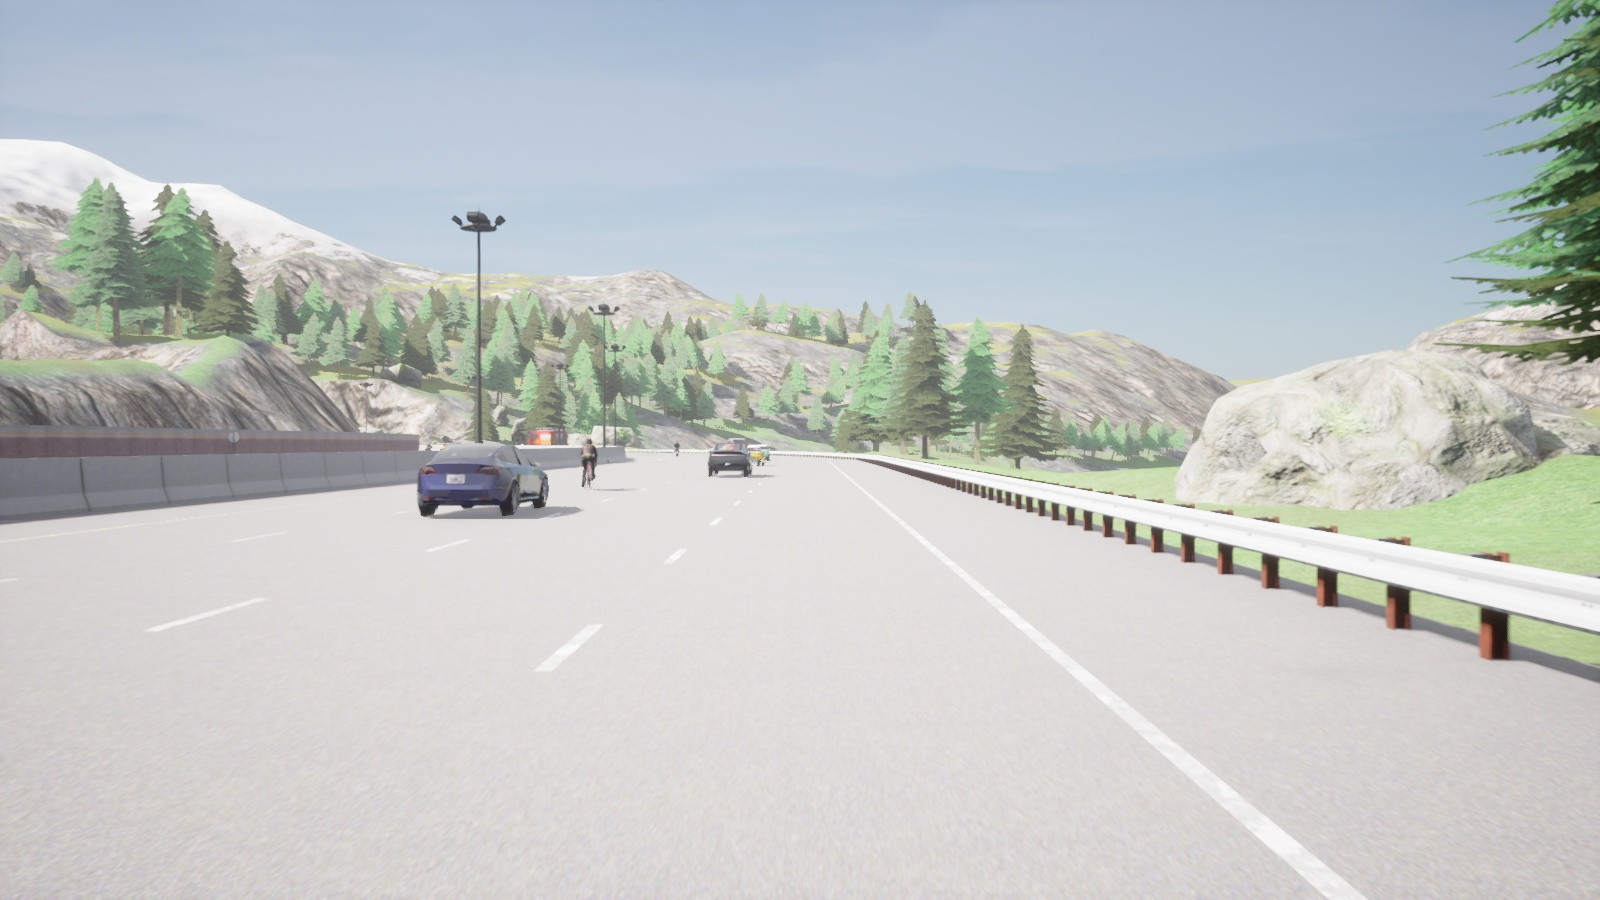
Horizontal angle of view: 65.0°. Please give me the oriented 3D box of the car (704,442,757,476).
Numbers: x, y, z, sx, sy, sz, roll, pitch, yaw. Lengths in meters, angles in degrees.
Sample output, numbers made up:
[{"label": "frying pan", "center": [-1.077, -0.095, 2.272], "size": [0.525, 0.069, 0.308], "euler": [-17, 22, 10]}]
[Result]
[{"label": "car", "center": [-3.153, 0.376, 57.562], "size": [2.128, 1.511, 4.902], "euler": [0, 0, 0]}]

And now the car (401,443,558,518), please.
[{"label": "car", "center": [-6.827, 0.587, 27.345], "size": [2.163, 1.488, 4.792], "euler": [0, 0, 0]}]

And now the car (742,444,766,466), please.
[{"label": "car", "center": [-3.011, 0.334, 82.369], "size": [1.481, 1.376, 2.207], "euler": [0, 1, 0]}]
